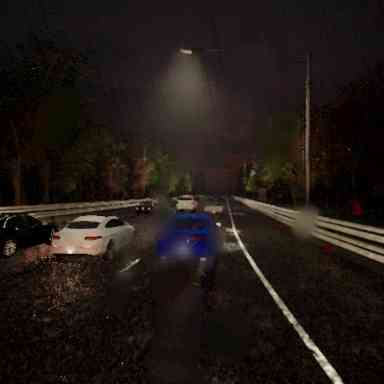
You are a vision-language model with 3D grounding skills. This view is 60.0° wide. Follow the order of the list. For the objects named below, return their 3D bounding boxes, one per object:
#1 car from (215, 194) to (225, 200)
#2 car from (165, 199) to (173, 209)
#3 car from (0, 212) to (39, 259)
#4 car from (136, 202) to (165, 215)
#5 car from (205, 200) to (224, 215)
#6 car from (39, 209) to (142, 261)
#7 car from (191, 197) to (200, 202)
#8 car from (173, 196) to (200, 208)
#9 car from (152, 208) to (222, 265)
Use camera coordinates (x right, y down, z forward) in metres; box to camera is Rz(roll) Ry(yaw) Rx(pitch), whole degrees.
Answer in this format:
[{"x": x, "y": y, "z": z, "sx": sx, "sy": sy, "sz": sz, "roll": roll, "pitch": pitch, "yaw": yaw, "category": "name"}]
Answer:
[{"x": 7.969, "y": 2.059, "z": 91.303, "sx": 1.882, "sy": 1.535, "sz": 5.008, "roll": 0, "pitch": 0, "yaw": 6, "category": "car"}, {"x": -3.052, "y": 1.845, "z": 51.672, "sx": 2.033, "sy": 1.411, "sz": 5.357, "roll": 0, "pitch": 0, "yaw": 6, "category": "car"}, {"x": -6.959, "y": 1.541, "z": 12.799, "sx": 1.837, "sy": 1.490, "sz": 4.892, "roll": 0, "pitch": 0, "yaw": 6, "category": "car"}, {"x": -4.653, "y": 1.741, "z": 35.754, "sx": 2.033, "sy": 1.411, "sz": 5.357, "roll": 0, "pitch": 0, "yaw": 6, "category": "car"}, {"x": 2.513, "y": 1.854, "z": 37.052, "sx": 1.895, "sy": 1.301, "sz": 4.718, "roll": 0, "pitch": 0, "yaw": 6, "category": "car"}, {"x": -3.477, "y": 1.584, "z": 12.454, "sx": 1.812, "sy": 1.442, "sz": 4.674, "roll": 0, "pitch": 0, "yaw": 6, "category": "car"}, {"x": 0.980, "y": 2.058, "z": 91.772, "sx": 1.812, "sy": 1.442, "sz": 4.674, "roll": 0, "pitch": 0, "yaw": 6, "category": "car"}, {"x": -0.564, "y": 1.479, "z": 41.418, "sx": 2.150, "sy": 2.045, "sz": 5.566, "roll": 0, "pitch": 0, "yaw": 6, "category": "car"}, {"x": 0.006, "y": 1.557, "z": 12.118, "sx": 1.882, "sy": 1.535, "sz": 5.008, "roll": 0, "pitch": 0, "yaw": 6, "category": "car"}]
